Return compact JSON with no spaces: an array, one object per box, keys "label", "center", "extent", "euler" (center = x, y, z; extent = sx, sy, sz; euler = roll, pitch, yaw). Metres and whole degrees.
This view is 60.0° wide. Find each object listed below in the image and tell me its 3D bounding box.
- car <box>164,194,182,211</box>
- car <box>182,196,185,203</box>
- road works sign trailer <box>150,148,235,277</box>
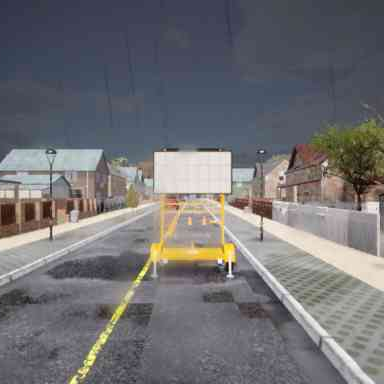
[{"label":"car","center":[-2.807,1.303,43.329],"extent":[2.150,2.045,5.566],"euler":[0,0,0]},{"label":"car","center":[-2.675,1.604,78.536],"extent":[2.097,1.767,4.553],"euler":[0,0,0]},{"label":"road works sign trailer","center":[0.023,0.471,10.208],"extent":[2.380,3.560,2.880],"euler":[0,0,0]}]
